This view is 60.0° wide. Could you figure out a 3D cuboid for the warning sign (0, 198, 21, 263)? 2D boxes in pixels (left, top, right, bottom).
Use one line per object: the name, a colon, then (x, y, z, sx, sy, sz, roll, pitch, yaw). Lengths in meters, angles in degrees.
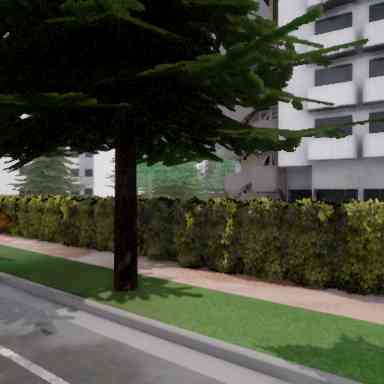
warning sign: (-5.979, 1.112, 9.821, 1.060, 1.860, 1.300, 0, 0, 38)
